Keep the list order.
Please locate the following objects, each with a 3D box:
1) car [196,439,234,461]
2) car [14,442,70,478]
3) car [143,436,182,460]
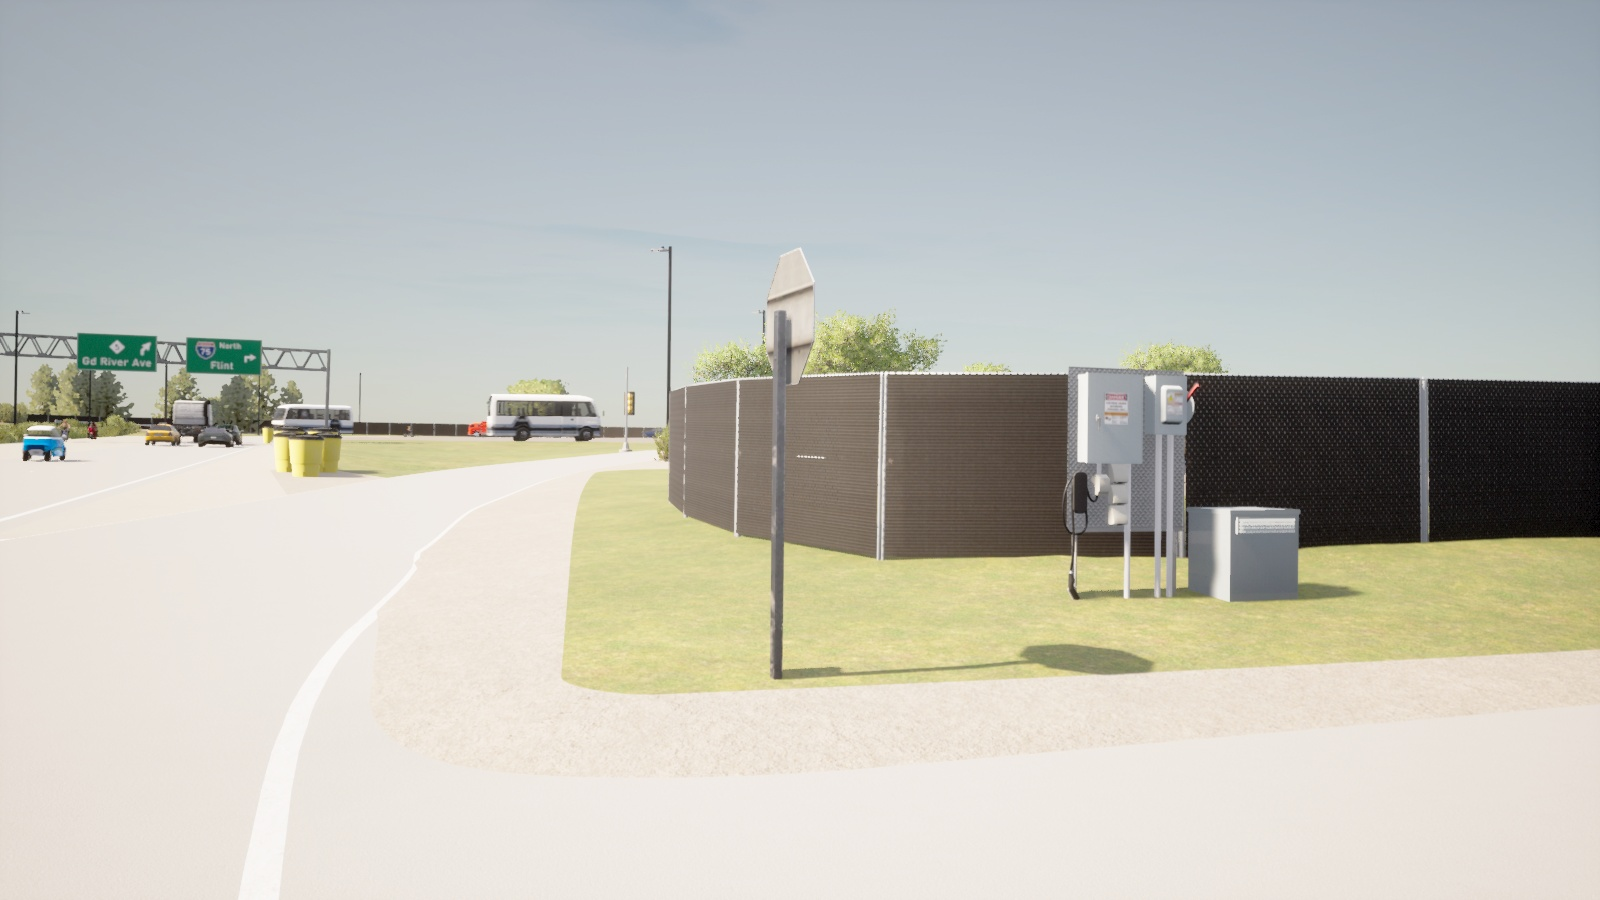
[{"bbox_3d":[-38.956,-0.037,83.757,1.994,1.385,4.181,0,1,-21],"label":"car"},{"bbox_3d":[-29.737,0.373,49.302,1.481,1.376,2.207,0,1,-21],"label":"car"},{"bbox_3d":[-43.333,-0.175,85.447,1.801,1.575,5.366,0,1,-21],"label":"car"}]
